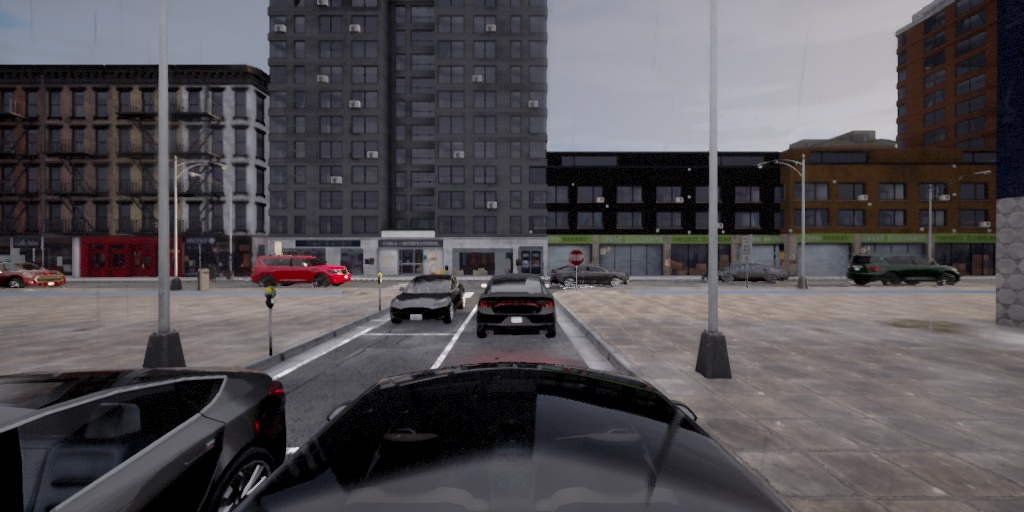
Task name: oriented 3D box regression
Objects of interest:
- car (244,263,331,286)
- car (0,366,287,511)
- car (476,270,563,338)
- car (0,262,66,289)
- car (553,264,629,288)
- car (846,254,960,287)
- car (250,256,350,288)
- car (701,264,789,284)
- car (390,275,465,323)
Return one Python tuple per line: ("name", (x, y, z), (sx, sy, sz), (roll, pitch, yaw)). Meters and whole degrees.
("car", (-15.899, 1.261, 25.606), (4.902, 1.511, 2.128), (0, 0, 0))
("car", (-2.638, 1.316, 1.147), (1.948, 1.339, 4.313), (0, 0, 0))
("car", (0.103, 1.224, 10.170), (1.882, 1.535, 5.008), (0, 0, 0))
("car", (-31.419, 1.173, 22.656), (4.553, 1.767, 2.097), (0, 0, -1))
("car", (4.878, 1.232, 22.649), (4.892, 1.490, 1.837), (0, 0, 0))
("car", (24.520, 0.913, 22.650), (5.566, 2.045, 2.150), (0, 0, 1))
("car", (-13.264, 0.995, 22.652), (5.566, 2.045, 2.150), (0, 0, 0))
("car", (16.540, 1.243, 25.596), (5.357, 1.411, 2.033), (0, 0, 0))
("car", (-2.638, 1.311, 12.052), (1.948, 1.339, 4.313), (0, 0, 0))
